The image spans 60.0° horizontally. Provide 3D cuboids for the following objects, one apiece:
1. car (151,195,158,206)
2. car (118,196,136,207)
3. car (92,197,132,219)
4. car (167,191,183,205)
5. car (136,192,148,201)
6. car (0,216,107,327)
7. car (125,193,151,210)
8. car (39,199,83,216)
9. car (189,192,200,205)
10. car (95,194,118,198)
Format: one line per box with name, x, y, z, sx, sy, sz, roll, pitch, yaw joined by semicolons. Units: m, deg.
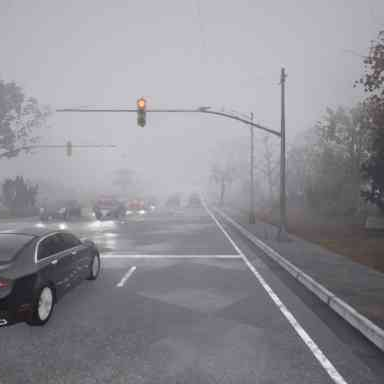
car;-6.780;1.285;53.564;2.097;1.767;4.553;0;1;1
car;-10.289;1.422;53.138;1.882;1.535;5.008;0;1;1
car;-6.953;1.491;28.936;2.128;1.511;4.902;0;0;0
car;-3.081;1.224;55.945;2.097;1.767;4.553;0;2;0
car;-10.116;0.861;67.425;1.812;1.442;4.674;0;3;1
car;-3.377;1.505;7.034;1.837;1.490;4.892;0;0;0
car;-6.861;1.351;42.234;2.097;1.767;4.553;0;0;0
car;-10.469;1.351;26.805;2.097;1.767;4.553;0;0;0
car;0.422;1.346;56.499;2.128;1.511;4.902;0;2;0
car;-10.395;1.224;40.544;2.150;2.045;5.566;0;0;1
